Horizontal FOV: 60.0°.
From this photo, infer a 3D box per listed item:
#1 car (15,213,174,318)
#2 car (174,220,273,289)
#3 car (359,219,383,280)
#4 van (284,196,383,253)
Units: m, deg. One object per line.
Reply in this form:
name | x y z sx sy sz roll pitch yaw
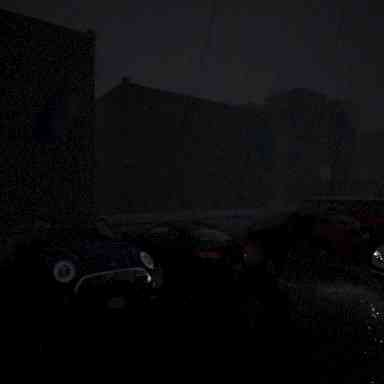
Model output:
car | -2.608 1.344 7.624 2.185 1.767 4.553 0 0 -35
car | -0.323 1.495 9.213 2.002 1.452 4.674 0 0 -36
car | 6.508 1.473 8.634 4.674 1.442 1.812 0 0 -36
van | 6.455 1.183 14.195 1.878 1.987 4.442 0 0 -36
